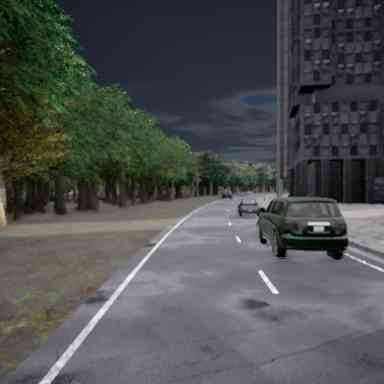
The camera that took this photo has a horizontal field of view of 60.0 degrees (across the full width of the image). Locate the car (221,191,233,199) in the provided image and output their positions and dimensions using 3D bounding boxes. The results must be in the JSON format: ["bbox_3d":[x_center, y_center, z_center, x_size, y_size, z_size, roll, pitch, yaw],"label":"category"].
[{"bbox_3d":[8.314,0.672,78.876,2.150,2.045,5.566,0,1,14],"label":"car"}]

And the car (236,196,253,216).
[{"bbox_3d":[5.171,1.415,30.764,2.128,1.511,4.902,0,0,5],"label":"car"}]

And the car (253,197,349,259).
[{"bbox_3d":[3.918,1.196,12.664,2.150,2.045,5.566,0,0,2],"label":"car"}]
